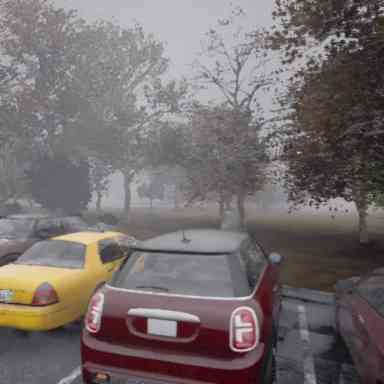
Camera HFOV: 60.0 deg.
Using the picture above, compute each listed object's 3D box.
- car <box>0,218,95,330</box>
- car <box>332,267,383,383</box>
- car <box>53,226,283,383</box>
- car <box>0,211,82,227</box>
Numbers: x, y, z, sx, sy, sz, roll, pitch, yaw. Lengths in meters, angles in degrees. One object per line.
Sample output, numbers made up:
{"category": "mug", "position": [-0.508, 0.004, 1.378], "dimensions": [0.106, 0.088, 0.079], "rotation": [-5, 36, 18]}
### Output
{"category": "car", "position": [-2.030, 1.493, 7.225], "dimensions": [1.946, 1.575, 5.366], "rotation": [0, -1, 17]}
{"category": "car", "position": [2.711, 1.527, 3.564], "dimensions": [2.002, 1.452, 4.674], "rotation": [0, -1, 16]}
{"category": "car", "position": [0.301, 1.364, 5.271], "dimensions": [2.185, 1.767, 4.553], "rotation": [0, -1, 16]}
{"category": "car", "position": [-4.447, 1.372, 8.836], "dimensions": [2.185, 1.767, 4.553], "rotation": [0, -1, 17]}
